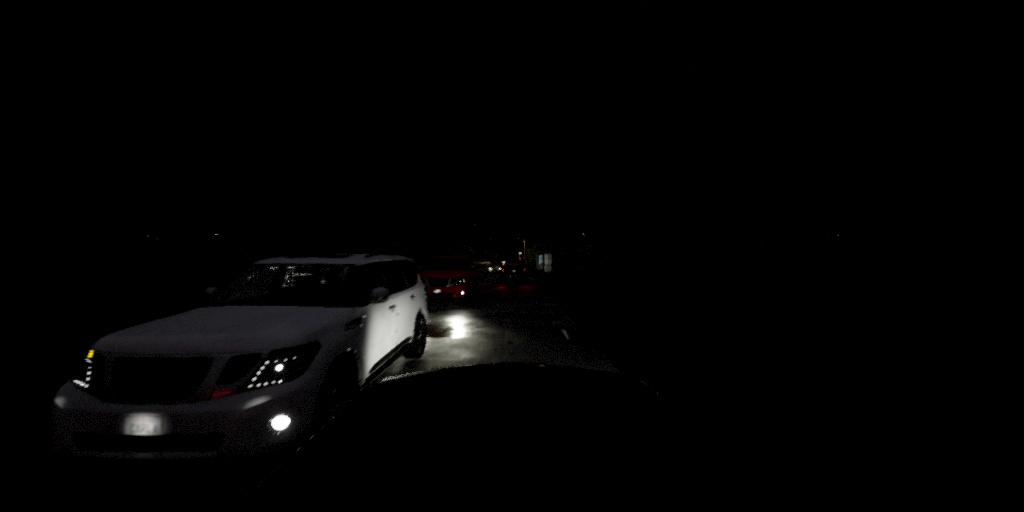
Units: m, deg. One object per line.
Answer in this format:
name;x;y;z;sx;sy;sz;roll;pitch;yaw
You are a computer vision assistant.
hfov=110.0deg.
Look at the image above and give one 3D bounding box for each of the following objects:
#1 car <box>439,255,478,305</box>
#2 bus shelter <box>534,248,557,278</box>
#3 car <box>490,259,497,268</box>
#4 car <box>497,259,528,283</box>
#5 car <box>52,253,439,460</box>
car;-2.815;0.959;16.353;2.150;2.045;5.566;0;0;0
bus shelter;3.177;0.610;34.398;1.920;2.740;3.880;0;0;0
car;-2.696;1.158;59.930;1.882;1.535;5.008;0;0;1
car;0.142;1.088;27.764;2.097;1.767;4.553;0;0;0
car;-2.847;0.967;5.542;2.150;2.045;5.566;0;0;0
